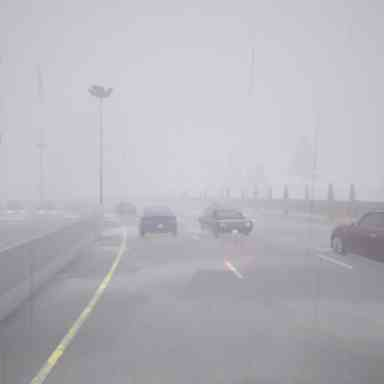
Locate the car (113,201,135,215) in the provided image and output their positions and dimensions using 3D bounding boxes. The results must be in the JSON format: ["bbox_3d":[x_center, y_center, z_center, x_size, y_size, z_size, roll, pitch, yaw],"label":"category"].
[{"bbox_3d":[-7.401,1.682,36.377,1.994,1.385,4.181,0,0,-22],"label":"car"}]

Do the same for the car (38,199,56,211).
[{"bbox_3d":[-19.886,1.757,45.531,1.837,1.490,4.892,0,0,-30],"label":"car"}]

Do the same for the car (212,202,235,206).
[{"bbox_3d":[2.595,1.580,29.221,2.033,1.411,5.357,0,0,-17],"label":"car"}]

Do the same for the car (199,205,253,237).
[{"bbox_3d":[1.667,1.617,18.227,1.895,1.301,4.718,0,0,-11],"label":"car"}]

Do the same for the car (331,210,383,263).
[{"bbox_3d":[6.305,1.333,10.486,2.097,1.767,4.553,0,0,-5],"label":"car"}]

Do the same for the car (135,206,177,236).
[{"bbox_3d":[-2.025,1.515,18.680,1.882,1.535,5.008,0,0,-11],"label":"car"}]

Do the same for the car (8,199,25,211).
[{"bbox_3d":[-24.851,1.810,46.981,1.837,1.490,4.892,0,0,-33],"label":"car"}]
